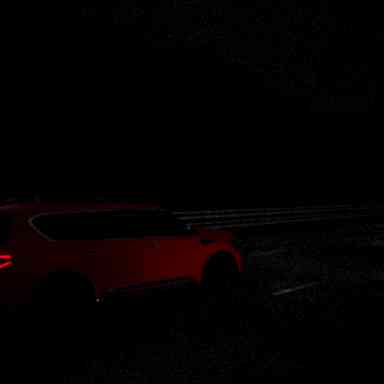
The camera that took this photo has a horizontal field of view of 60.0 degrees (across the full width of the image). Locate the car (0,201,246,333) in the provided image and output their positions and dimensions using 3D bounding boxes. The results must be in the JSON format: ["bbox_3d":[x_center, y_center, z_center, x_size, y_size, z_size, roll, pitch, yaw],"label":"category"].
[{"bbox_3d":[-1.391,1.222,7.045,5.566,2.045,2.150,0,0,-35],"label":"car"}]
